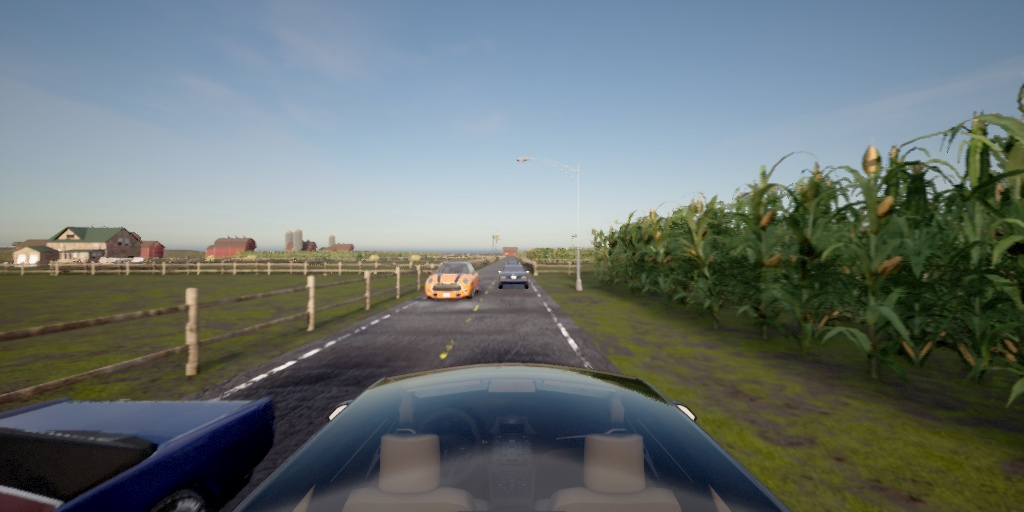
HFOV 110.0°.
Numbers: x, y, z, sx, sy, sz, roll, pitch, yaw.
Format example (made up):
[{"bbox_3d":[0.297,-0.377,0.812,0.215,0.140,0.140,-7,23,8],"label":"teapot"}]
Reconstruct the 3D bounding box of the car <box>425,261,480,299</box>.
[{"bbox_3d":[-2.810,1.091,17.752,2.097,1.767,4.553,0,0,0],"label":"car"}]

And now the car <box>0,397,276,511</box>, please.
[{"bbox_3d":[-2.831,1.351,0.624,1.895,1.301,4.718,0,0,0],"label":"car"}]

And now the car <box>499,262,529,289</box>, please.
[{"bbox_3d":[0.101,1.283,23.128,2.033,1.411,5.357,0,0,0],"label":"car"}]
